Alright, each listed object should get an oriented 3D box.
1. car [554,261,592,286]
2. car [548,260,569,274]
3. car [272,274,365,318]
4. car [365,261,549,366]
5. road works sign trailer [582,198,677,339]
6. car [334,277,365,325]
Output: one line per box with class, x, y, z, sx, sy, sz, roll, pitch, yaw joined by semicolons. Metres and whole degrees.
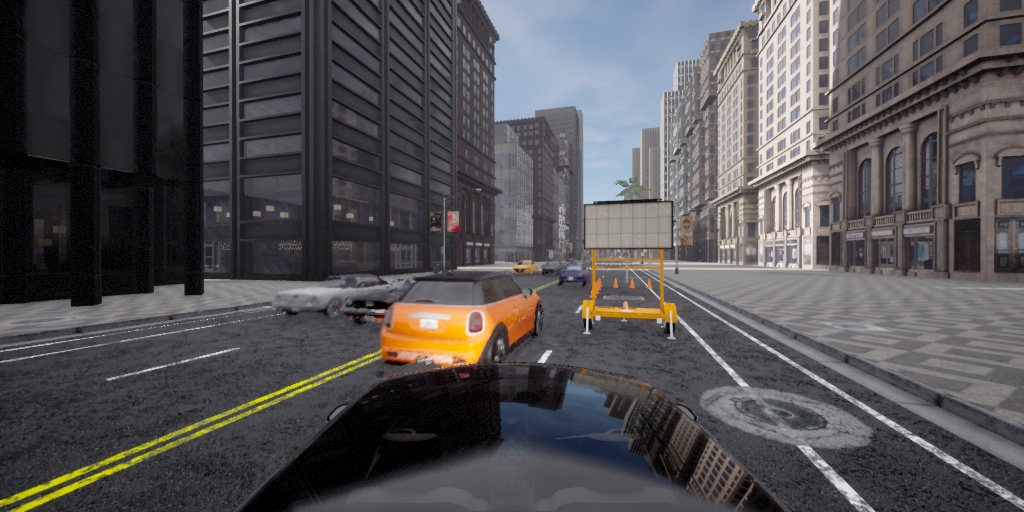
car;4.454;1.277;25.297;1.812;1.442;4.674;0;0;16
car;4.308;1.258;36.963;1.837;1.490;4.892;0;0;17
car;-6.106;1.351;13.235;1.895;1.301;4.718;0;0;16
car;-0.726;1.103;7.806;2.097;1.767;4.553;0;0;17
road works sign trailer;3.282;0.214;10.250;2.380;3.560;2.880;0;0;17
car;-3.175;1.351;11.688;1.895;1.301;4.718;0;0;16
